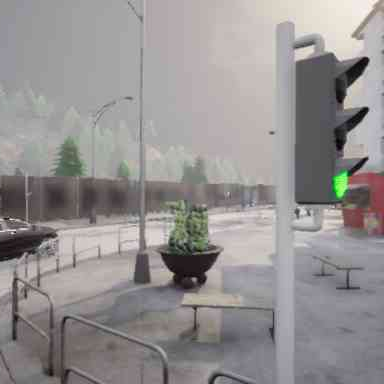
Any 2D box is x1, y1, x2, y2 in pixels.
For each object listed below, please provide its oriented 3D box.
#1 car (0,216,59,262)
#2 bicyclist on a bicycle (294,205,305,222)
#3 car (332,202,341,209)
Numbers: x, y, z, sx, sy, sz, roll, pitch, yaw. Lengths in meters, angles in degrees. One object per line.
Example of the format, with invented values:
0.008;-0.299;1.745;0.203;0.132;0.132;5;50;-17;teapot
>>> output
-5.947;1.440;9.830;2.128;1.511;4.902;-1;0;13;car
5.914;1.316;19.902;1.656;1.620;0.582;0;0;35;bicyclist on a bicycle
19.345;1.167;45.982;2.150;2.045;5.566;0;0;36;car
